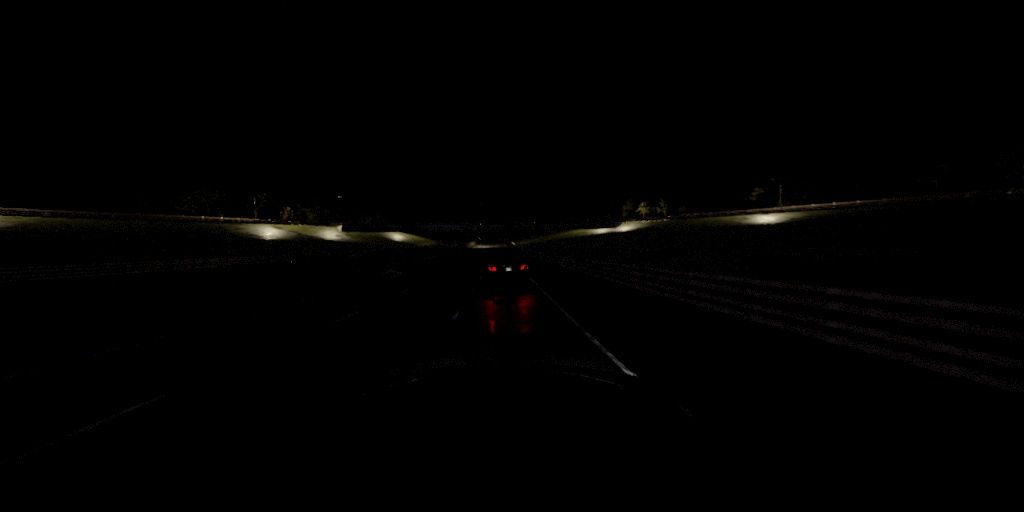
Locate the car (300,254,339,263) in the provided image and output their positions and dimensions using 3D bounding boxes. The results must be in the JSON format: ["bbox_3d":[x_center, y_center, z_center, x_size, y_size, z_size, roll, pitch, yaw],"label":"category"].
[{"bbox_3d":[-22.087,0.586,41.936,2.128,1.511,4.902,-1,2,-1],"label":"car"}]

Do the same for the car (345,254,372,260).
[{"bbox_3d":[-18.630,0.460,43.740,1.882,1.535,5.008,-1,2,-1],"label":"car"}]

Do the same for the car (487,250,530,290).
[{"bbox_3d":[-0.210,0.669,20.067,2.150,2.045,5.566,-1,2,-1],"label":"car"}]

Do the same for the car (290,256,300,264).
[{"bbox_3d":[-25.661,0.548,44.789,1.837,1.490,4.892,-1,2,-1],"label":"car"}]
